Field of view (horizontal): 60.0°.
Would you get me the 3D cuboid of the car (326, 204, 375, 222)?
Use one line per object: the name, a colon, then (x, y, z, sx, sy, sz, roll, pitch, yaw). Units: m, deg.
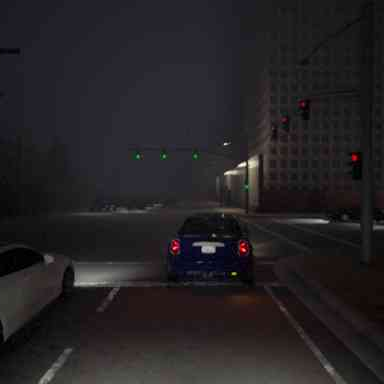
car: (12.959, 1.617, 26.515, 4.181, 1.385, 1.994, 0, 0, 0)

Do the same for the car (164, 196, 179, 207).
car: (-3.368, 1.523, 51.778, 1.812, 1.442, 4.674, 0, 0, 0)

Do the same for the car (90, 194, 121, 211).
car: (-10.577, 1.219, 40.139, 2.150, 2.045, 5.566, 0, 0, 0)

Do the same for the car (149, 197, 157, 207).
car: (-7.062, 1.502, 51.271, 1.837, 1.490, 4.892, 0, 0, 0)

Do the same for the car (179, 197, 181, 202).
car: (-3.473, 1.591, 73.461, 1.895, 1.301, 4.718, 0, 0, 0)

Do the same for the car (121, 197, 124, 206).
car: (-10.568, 1.475, 49.911, 1.882, 1.535, 5.008, 0, 0, 0)

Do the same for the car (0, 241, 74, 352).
car: (-3.454, 1.526, 5.427, 1.812, 1.442, 4.674, 0, 0, -1)

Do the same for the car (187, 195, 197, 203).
car: (0.031, 1.351, 69.917, 2.097, 1.767, 4.553, 0, 0, 0)

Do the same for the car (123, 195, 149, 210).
car: (-7.071, 1.524, 42.378, 1.812, 1.442, 4.674, 0, 0, 0)

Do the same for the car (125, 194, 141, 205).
car: (-10.529, 1.349, 59.691, 2.097, 1.767, 4.553, 0, 0, 1)

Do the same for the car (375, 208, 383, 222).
car: (15.809, 1.559, 23.019, 4.892, 1.490, 1.837, 0, 0, 0)

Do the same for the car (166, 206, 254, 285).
car: (0.688, 1.364, 9.738, 2.097, 1.767, 4.553, 0, -1, 8)

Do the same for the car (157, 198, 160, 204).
car: (-7.021, 1.561, 61.317, 1.994, 1.385, 4.181, 0, 0, 0)
